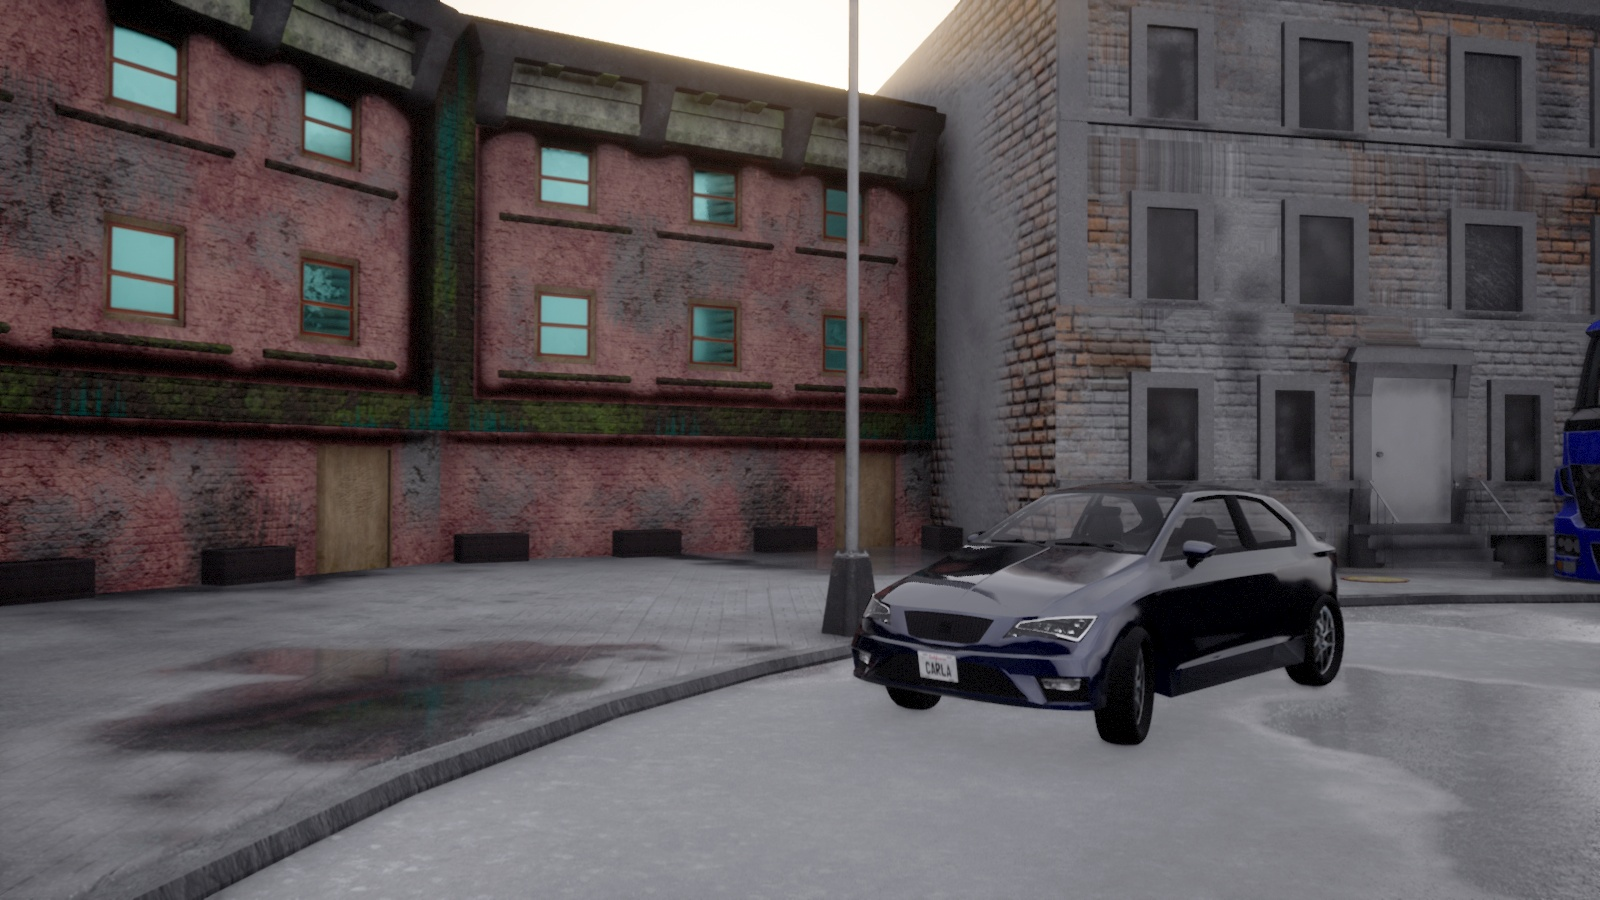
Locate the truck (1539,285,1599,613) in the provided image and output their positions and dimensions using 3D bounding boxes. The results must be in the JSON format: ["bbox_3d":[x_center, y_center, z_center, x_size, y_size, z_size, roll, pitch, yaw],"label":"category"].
[{"bbox_3d":[12.427,-0.030,12.962,7.936,3.462,2.891,0,-1,-2],"label":"truck"}]

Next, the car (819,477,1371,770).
[{"bbox_3d":[2.225,0.943,8.647,1.816,1.474,4.193,-1,-1,44],"label":"car"}]
